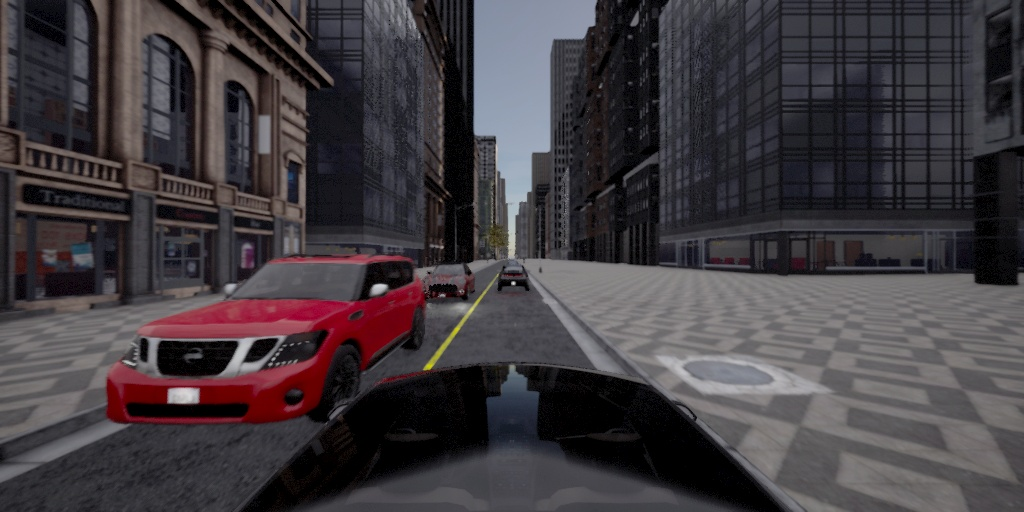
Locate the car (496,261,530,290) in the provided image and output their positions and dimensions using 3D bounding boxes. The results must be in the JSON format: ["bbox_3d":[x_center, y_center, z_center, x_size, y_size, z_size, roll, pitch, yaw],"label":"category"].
[{"bbox_3d":[0.089,1.269,22.472,1.837,1.490,4.892,0,0,0],"label":"car"}]

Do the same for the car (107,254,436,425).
[{"bbox_3d":[-3.056,0.977,6.126,2.150,2.045,5.566,0,0,0],"label":"car"}]

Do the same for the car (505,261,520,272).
[{"bbox_3d":[0.097,1.332,48.436,1.994,1.385,4.181,0,0,0],"label":"car"}]

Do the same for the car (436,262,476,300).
[{"bbox_3d":[-3.001,1.112,17.698,2.097,1.767,4.553,0,0,0],"label":"car"}]
